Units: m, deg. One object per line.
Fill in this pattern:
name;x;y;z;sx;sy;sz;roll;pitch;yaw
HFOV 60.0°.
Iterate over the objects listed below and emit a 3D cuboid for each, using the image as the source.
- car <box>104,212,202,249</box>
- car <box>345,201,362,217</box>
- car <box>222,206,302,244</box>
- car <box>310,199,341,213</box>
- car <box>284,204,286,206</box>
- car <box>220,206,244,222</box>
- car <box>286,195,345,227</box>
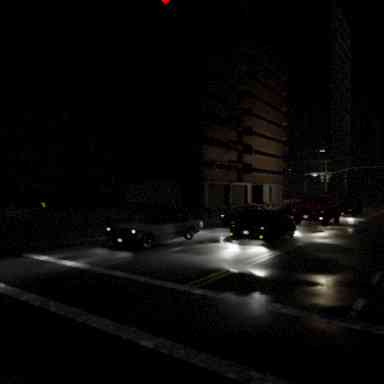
car;-1.589;1.600;14.946;1.895;1.301;4.718;0;0;36
car;14.927;1.542;31.839;2.033;1.411;5.357;0;0;36
car;3.471;1.562;15.979;1.994;1.385;4.181;0;0;36
car;15.533;1.542;38.608;2.033;1.411;5.357;0;0;36
car;9.413;1.543;30.194;2.033;1.411;5.357;0;0;36
car;3.771;1.598;22.376;1.895;1.301;4.718;0;0;36
car;8.830;1.218;23.403;2.150;2.045;5.566;0;0;36
